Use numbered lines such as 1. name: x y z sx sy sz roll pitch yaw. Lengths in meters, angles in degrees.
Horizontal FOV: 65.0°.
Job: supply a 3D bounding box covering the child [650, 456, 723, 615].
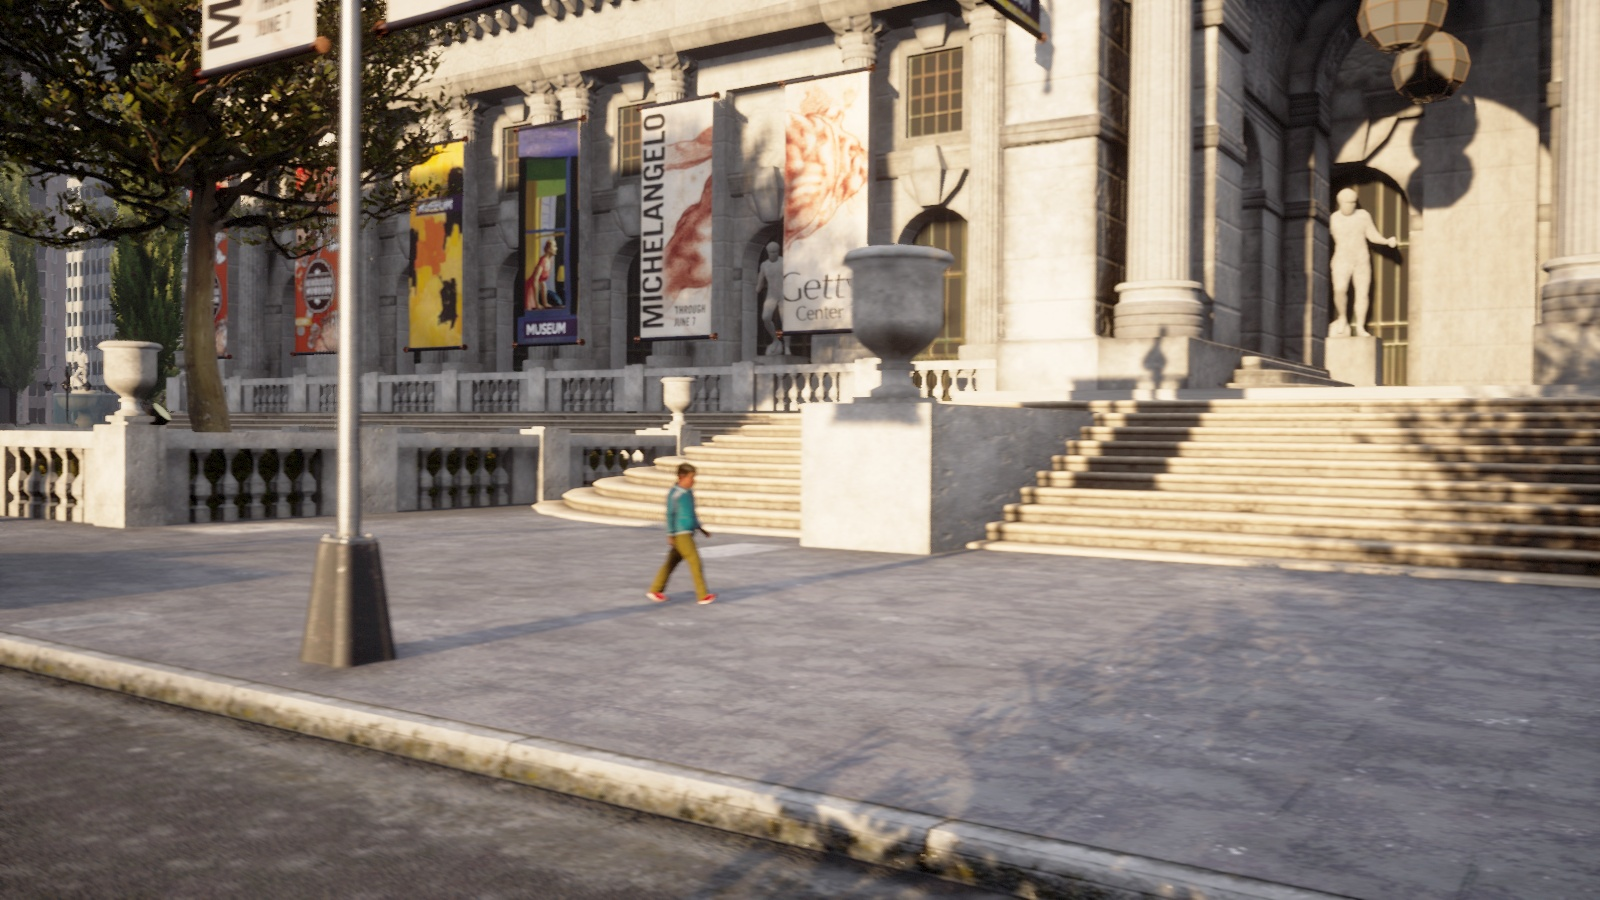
1. child: -0.868 0.644 9.673 0.448 1.192 0.343 0 1 19
